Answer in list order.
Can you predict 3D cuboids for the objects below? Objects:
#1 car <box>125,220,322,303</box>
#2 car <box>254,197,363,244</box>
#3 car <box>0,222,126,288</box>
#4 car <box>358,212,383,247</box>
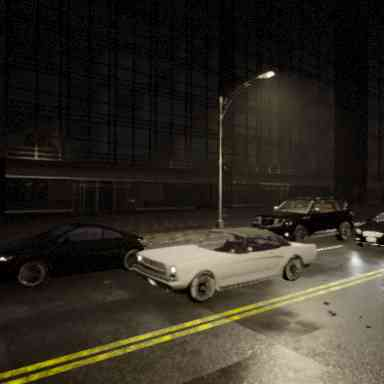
[{"bbox_3d":[0.965,1.613,8.355,4.718,1.301,1.895,0,0,-35],"label":"car"},{"bbox_3d":[5.304,1.250,15.435,5.566,2.045,2.150,0,0,-35],"label":"car"},{"bbox_3d":[-3.309,1.570,9.302,4.181,1.385,1.994,0,0,-35],"label":"car"},{"bbox_3d":[8.710,1.525,13.869,4.902,1.511,2.128,0,0,-36],"label":"car"}]
